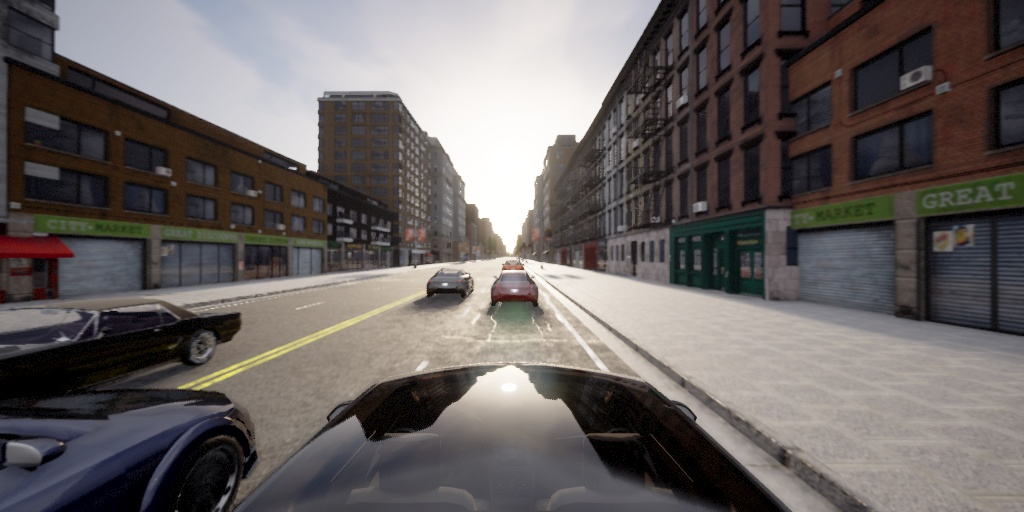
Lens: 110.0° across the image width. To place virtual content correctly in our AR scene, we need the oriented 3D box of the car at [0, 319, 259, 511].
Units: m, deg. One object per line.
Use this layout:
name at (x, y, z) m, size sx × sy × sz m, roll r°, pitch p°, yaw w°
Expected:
car at (-3.147, 1.314, 1.318) m, size 1.994 × 1.385 × 4.181 m, roll 0°, pitch 0°, yaw 0°

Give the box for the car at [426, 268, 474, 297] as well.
car at (-3.148, 1.315, 18.849) m, size 1.994 × 1.385 × 4.181 m, roll 0°, pitch 0°, yaw 0°

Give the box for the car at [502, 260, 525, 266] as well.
car at (0.102, 1.108, 33.650) m, size 2.097 × 1.767 × 4.553 m, roll 0°, pitch 0°, yaw 0°

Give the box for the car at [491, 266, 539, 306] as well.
car at (0.103, 1.314, 15.869) m, size 1.994 × 1.385 × 4.181 m, roll 0°, pitch 0°, yaw 0°

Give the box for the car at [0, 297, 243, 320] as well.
car at (-6.554, 1.350, 5.214) m, size 1.895 × 1.301 × 4.718 m, roll 0°, pitch 0°, yaw 0°
